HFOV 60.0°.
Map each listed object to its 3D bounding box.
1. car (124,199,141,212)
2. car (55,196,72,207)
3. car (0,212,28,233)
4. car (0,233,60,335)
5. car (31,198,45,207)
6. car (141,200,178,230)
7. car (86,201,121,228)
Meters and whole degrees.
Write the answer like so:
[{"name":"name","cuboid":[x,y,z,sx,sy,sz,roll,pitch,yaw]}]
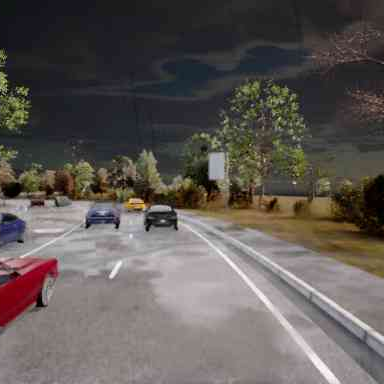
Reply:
[{"name":"car","cuboid":[-6.767,1.502,38.936,1.882,1.535,5.008,0,0,-19]},{"name":"car","cuboid":[-20.150,1.393,51.994,2.097,1.767,4.553,0,0,-27]},{"name":"car","cuboid":[-8.117,1.549,13.303,1.812,1.442,4.674,0,0,-7]},{"name":"car","cuboid":[-3.641,1.613,4.970,1.895,1.301,4.718,0,0,-3]},{"name":"car","cuboid":[-24.271,1.642,52.411,1.895,1.301,4.718,0,0,-28]},{"name":"car","cuboid":[-2.081,1.487,21.159,1.882,1.535,5.008,0,0,-10]},{"name":"car","cuboid":[-5.940,1.370,22.699,2.097,1.767,4.553,0,0,-11]}]
